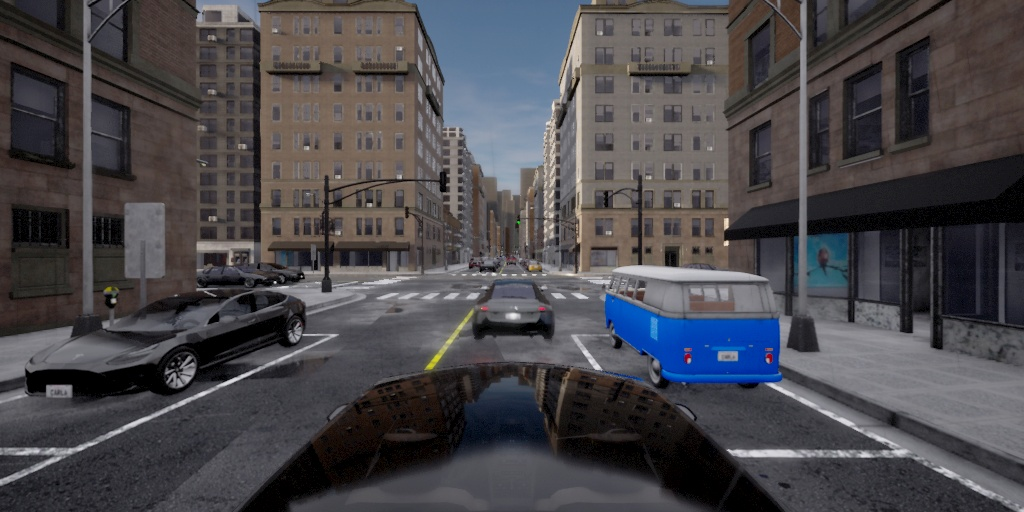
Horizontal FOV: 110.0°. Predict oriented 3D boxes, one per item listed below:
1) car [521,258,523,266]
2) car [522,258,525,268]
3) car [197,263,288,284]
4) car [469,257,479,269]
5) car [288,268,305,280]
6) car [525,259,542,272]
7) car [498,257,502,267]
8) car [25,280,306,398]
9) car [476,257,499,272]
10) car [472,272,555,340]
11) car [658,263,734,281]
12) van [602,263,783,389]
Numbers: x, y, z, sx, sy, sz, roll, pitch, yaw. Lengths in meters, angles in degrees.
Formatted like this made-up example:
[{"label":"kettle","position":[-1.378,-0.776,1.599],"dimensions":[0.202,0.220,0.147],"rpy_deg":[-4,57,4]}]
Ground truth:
[{"label":"car","position":[2.857,1.338,56.851],"dimensions":[2.007,1.370,4.403],"rpy_deg":[0,0,0]},{"label":"car","position":[2.897,1.225,51.325],"dimensions":[1.967,1.591,4.097],"rpy_deg":[0,0,0]},{"label":"car","position":[-17.887,1.302,23.050],"dimensions":[5.357,1.411,2.033],"rpy_deg":[0,0,0]},{"label":"car","position":[-5.668,1.102,56.791],"dimensions":[2.192,1.841,5.009],"rpy_deg":[0,0,0]},{"label":"car","position":[-17.856,1.253,26.301],"dimensions":[4.892,1.490,1.837],"rpy_deg":[0,0,0]},{"label":"car","position":[2.935,1.308,45.970],"dimensions":[1.751,1.417,4.829],"rpy_deg":[0,0,0]},{"label":"car","position":[-3.083,1.279,56.022],"dimensions":[2.128,1.511,4.902],"rpy_deg":[0,0,0]},{"label":"car","position":[-5.640,1.320,6.656],"dimensions":[1.948,1.339,4.313],"rpy_deg":[0,0,0]},{"label":"car","position":[-3.016,1.261,45.643],"dimensions":[1.882,1.535,5.008],"rpy_deg":[0,0,1]},{"label":"car","position":[0.060,1.321,10.035],"dimensions":[1.994,1.385,4.181],"rpy_deg":[0,0,1]},{"label":"car","position":[15.237,1.316,29.921],"dimensions":[5.357,1.411,2.033],"rpy_deg":[0,0,0]},{"label":"van","position":[2.884,1.095,6.610],"dimensions":[1.690,1.789,3.998],"rpy_deg":[0,0,0]}]
